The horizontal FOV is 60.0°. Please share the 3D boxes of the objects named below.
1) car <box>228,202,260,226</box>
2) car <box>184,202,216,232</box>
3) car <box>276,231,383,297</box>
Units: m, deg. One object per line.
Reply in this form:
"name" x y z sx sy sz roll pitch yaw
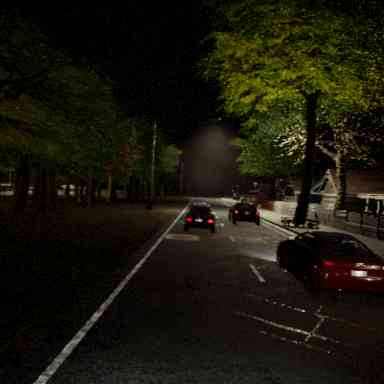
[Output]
"car" 4.194 1.639 27.149 2.097 1.767 4.553 3 0 1
"car" 0.526 1.623 20.834 2.033 1.411 5.357 3 0 2
"car" 3.791 1.806 9.463 1.994 1.385 4.181 3 0 1
